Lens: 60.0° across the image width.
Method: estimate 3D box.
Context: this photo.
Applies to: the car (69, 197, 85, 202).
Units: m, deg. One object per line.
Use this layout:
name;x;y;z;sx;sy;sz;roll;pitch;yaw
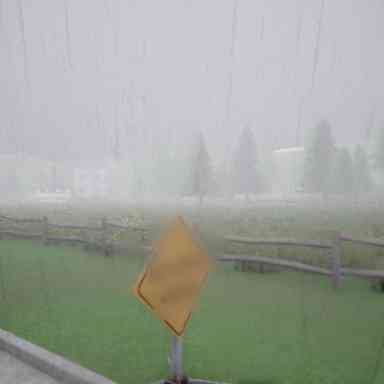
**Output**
car;-30.319;2.149;87.666;4.605;1.855;1.932;-1;-1;35
